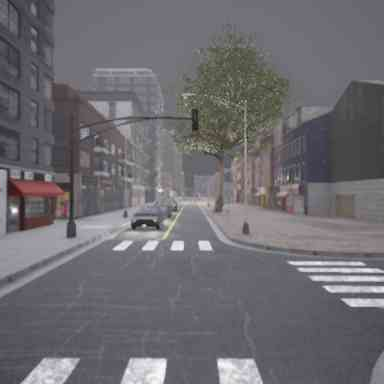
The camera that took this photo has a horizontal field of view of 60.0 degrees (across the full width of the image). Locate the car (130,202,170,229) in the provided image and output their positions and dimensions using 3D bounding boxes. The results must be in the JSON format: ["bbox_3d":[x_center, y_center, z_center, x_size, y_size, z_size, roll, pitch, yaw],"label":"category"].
[{"bbox_3d":[-2.898,1.669,22.762,2.033,1.411,5.357,0,0,0],"label":"car"}]

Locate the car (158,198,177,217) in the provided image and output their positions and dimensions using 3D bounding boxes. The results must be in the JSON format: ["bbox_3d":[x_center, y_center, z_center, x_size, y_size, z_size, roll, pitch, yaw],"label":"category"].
[{"bbox_3d":[-2.913,1.667,32.521,2.128,1.511,4.902,0,0,0],"label":"car"}]
